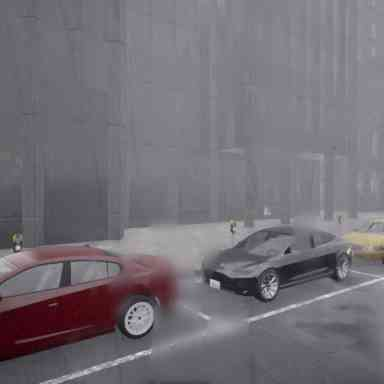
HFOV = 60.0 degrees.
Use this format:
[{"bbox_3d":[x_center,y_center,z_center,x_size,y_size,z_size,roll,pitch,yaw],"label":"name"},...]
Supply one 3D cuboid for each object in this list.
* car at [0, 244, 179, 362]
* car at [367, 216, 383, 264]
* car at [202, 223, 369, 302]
[{"bbox_3d":[-2.330,1.545,4.990,4.507,1.381,1.887,0,0,-36],"label":"car"},{"bbox_3d":[6.703,1.527,11.445,4.829,1.417,1.752,0,0,-36],"label":"car"},{"bbox_3d":[2.255,1.566,8.267,4.313,1.339,1.947,0,0,-36],"label":"car"}]
